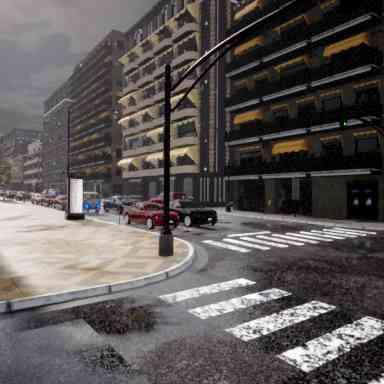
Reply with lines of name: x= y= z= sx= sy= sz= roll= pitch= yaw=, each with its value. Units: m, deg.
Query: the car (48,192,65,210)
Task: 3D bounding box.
car: x=-12.412 y=0.997 z=32.787 sx=1.887 sy=1.381 sz=4.507 roll=2 pitch=0 yaw=-36

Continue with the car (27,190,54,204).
car: x=-18.981 y=0.805 z=41.788 sx=1.752 sy=1.417 sz=4.829 roll=2 pitch=0 yaw=-36

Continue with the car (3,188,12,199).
car: x=-32.421 y=0.471 z=60.202 sx=1.887 sy=1.381 sz=4.507 roll=2 pitch=0 yaw=-36

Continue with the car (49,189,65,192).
car: x=-17.683 y=0.636 z=44.462 sx=2.097 sy=1.767 sz=4.553 roll=1 pitch=0 yaw=-36

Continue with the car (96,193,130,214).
car: x=-6.004 y=1.083 z=28.382 sx=2.128 sy=1.511 sz=4.902 roll=1 pitch=0 yaw=-36

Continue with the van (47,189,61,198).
van: x=-28.986 y=0.261 z=69.717 sx=1.690 sy=1.788 sz=3.998 roll=2 pitch=0 yaw=-36

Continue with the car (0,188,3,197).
car: x=-39.091 y=0.301 z=69.339 sx=2.008 sy=1.369 sz=4.403 roll=2 pitch=0 yaw=-36

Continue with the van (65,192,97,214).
van: x=-9.071 y=0.882 z=28.218 sx=1.690 sy=1.788 sz=3.998 roll=2 pitch=0 yaw=-36

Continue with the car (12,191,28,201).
car: x=-25.748 y=0.542 z=51.063 sx=1.967 sy=1.590 sz=4.097 roll=2 pitch=0 yaw=-36

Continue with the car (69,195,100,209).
car: x=-11.826 y=1.039 z=36.369 sx=1.895 sy=1.301 sz=4.718 roll=1 pitch=0 yaw=-36

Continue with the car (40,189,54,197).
car: x=-32.324 y=0.272 z=74.286 sx=1.967 sy=1.590 sz=4.097 roll=2 pitch=0 yaw=-36

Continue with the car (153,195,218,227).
car: x=-0.419 y=1.217 z=20.722 sx=1.882 sy=1.535 sz=5.008 roll=1 pitch=0 yaw=-35

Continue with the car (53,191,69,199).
car: x=-25.757 y=0.530 z=65.286 sx=1.752 sy=1.417 sz=4.829 roll=2 pitch=0 yaw=-36

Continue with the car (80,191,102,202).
car: x=-15.650 y=0.711 z=51.441 sx=1.967 sy=1.590 sz=4.097 roll=2 pitch=0 yaw=-36

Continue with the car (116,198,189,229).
car: x=-2.408 y=1.261 z=19.080 sx=1.887 sy=1.381 sz=4.507 roll=2 pitch=0 yaw=-36

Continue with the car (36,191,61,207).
car: x=-15.747 y=0.909 z=37.356 sx=1.887 sy=1.381 sz=4.507 roll=2 pitch=0 yaw=-36

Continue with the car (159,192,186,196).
car: x=-2.307 y=0.937 z=33.164 sx=2.192 sy=1.841 sz=5.009 roll=2 pitch=0 yaw=-36

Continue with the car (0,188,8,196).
car: x=-42.419 y=-0.022 z=73.909 sx=2.192 sy=1.841 sz=5.009 roll=2 pitch=0 yaw=-36
